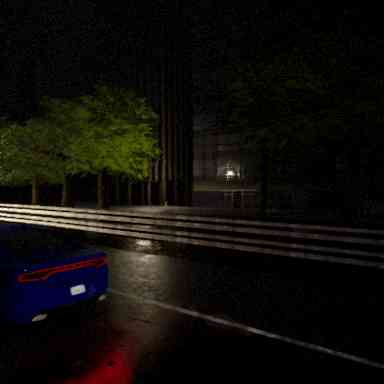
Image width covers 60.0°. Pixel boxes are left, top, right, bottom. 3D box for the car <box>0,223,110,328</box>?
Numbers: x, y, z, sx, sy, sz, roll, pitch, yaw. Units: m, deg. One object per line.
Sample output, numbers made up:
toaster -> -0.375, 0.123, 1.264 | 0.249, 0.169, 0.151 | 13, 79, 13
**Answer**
car -> -3.824, 1.368, 6.720 | 5.008, 1.535, 1.882 | 1, 1, 35
